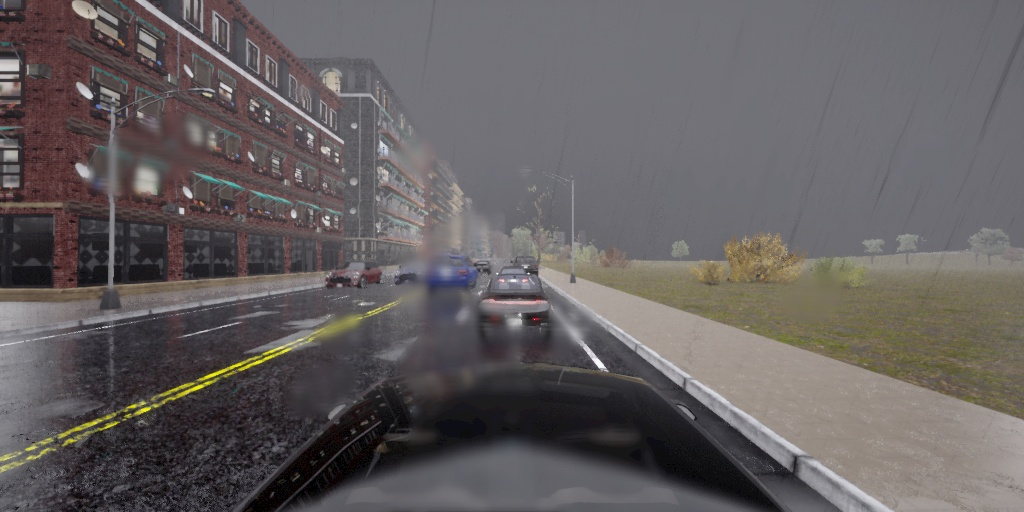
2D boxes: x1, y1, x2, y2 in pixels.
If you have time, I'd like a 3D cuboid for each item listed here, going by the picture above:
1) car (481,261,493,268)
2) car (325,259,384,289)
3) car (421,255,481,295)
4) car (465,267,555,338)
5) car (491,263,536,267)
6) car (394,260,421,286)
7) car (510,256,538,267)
[{"bbox_3d":[-3.241,1.260,40.740,1.837,1.490,4.892,0,0,0],"label":"car"},{"bbox_3d":[-9.899,1.105,22.814,2.097,1.767,4.553,0,0,0],"label":"car"},{"bbox_3d":[-3.193,0.975,20.100,2.150,2.045,5.566,0,0,0],"label":"car"},{"bbox_3d":[0.081,1.243,10.260,2.128,1.511,4.902,0,0,0],"label":"car"},{"bbox_3d":[0.060,1.301,20.700,2.033,1.411,5.357,0,0,0],"label":"car"},{"bbox_3d":[-6.655,1.105,25.241,2.097,1.767,4.553,0,0,0],"label":"car"},{"bbox_3d":[1.070,0.979,30.912,2.150,2.045,5.566,0,0,0],"label":"car"}]
